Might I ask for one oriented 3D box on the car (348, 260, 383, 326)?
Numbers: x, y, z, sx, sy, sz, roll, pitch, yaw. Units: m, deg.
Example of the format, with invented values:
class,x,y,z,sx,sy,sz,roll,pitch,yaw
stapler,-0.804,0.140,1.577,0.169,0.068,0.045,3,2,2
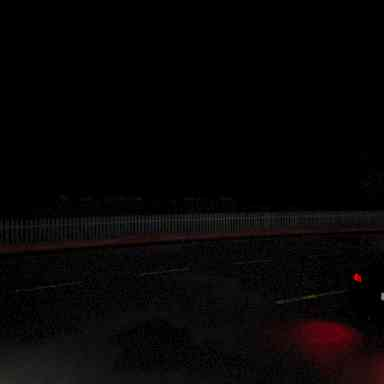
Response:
class,x,y,z,sx,sy,sz,roll,pitch,yaw
car,4.804,1.564,5.767,4.181,1.385,1.994,0,0,-24
